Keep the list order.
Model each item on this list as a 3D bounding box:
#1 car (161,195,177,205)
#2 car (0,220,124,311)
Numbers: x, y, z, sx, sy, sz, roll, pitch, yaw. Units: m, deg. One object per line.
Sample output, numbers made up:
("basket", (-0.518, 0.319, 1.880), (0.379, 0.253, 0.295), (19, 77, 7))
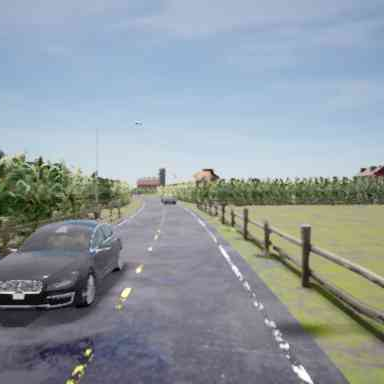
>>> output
("car", (-3.640, 1.343, 54.674), (1.994, 1.385, 4.181), (0, 0, -8))
("car", (-2.876, 1.479, 7.887), (1.837, 1.490, 4.892), (0, 0, -1))
